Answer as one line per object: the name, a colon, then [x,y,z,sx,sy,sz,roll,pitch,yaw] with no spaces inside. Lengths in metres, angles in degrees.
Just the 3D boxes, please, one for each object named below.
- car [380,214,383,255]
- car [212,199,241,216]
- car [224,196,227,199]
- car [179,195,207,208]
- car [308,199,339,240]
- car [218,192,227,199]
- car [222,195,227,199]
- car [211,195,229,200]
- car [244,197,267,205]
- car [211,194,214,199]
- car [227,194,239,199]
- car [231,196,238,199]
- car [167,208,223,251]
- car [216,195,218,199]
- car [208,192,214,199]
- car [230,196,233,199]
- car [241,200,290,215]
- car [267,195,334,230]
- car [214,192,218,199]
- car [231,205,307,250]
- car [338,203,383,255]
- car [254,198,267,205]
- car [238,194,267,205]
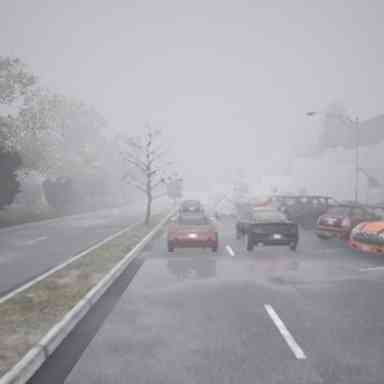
car: [8.054,1.488,9.159,4.892,1.521,2.231,1,0,-20]
car: [2.987,1.594,30.077,1.812,1.442,4.674,0,0,0]
car: [7.920,1.737,51.169,4.674,1.452,2.002,1,0,-20]
car: [-0.017,1.412,28.787,2.097,1.767,4.553,0,0,0]
car: [7.999,1.367,15.155,4.553,1.767,2.185,1,0,-20]
car: [7.928,1.457,57.194,5.566,2.045,2.435,1,0,-20]
car: [7.934,1.732,54.194,4.792,1.488,2.163,1,0,-20]
car: [7.783,1.524,93.216,4.674,1.452,2.002,1,0,-20]
car: [7.808,1.548,30.097,5.366,1.575,1.946,1,0,-20]
car: [7.809,1.638,78.192,4.792,1.488,2.163,1,1,-20]
car: [7.959,1.554,48.181,4.553,1.767,2.185,1,0,-20]
car: [7.938,1.641,42.170,5.008,1.535,2.097,1,-1,-20]
car: [0.032,1.569,14.120,1.994,1.385,4.181,0,0,0]
car: [7.718,1.702,60.121,5.366,1.575,1.946,1,0,-20]
car: [7.772,1.538,90.197,4.792,1.488,2.163,1,1,-20]
car: [7.938,1.702,45.170,4.674,1.452,2.002,1,0,-20]
car: [7.937,1.624,36.153,4.792,1.488,2.163,1,0,-20]
car: [8.037,1.259,21.182,5.566,2.045,2.435,1,-1,-20]
car: [7.849,1.442,66.174,5.566,2.045,2.435,1,1,-20]
car: [3.034,1.484,14.315,1.882,1.535,5.008,0,-1,0]
car: [8.070,1.364,12.169,4.553,1.767,2.185,1,0,-20]
car: [8.164,1.537,27.232,5.366,1.575,1.946,1,-1,-20]
car: [7.952,1.323,33.151,5.566,2.045,2.435,1,0,-20]
